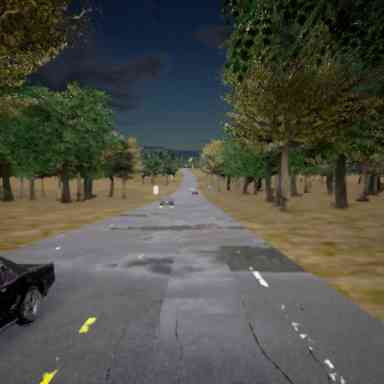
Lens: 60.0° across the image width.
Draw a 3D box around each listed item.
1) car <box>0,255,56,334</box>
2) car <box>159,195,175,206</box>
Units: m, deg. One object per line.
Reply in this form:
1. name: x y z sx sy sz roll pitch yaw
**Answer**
1. car: -3.600 1.591 4.297 1.895 1.301 4.718 0 0 0
2. car: -3.575 1.231 48.414 1.837 1.490 4.892 0 0 0
